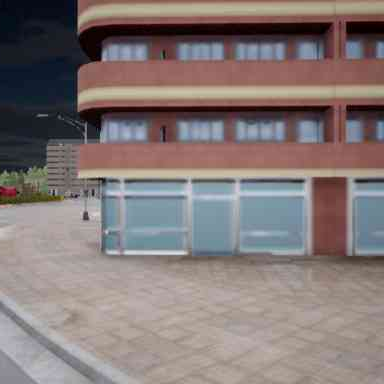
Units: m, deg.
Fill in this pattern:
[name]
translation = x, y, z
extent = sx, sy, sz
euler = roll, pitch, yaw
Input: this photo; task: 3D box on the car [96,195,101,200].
[car]
translation = -24.661, 1.545, 90.948
extent = 1.994, 1.385, 4.181
euler = 0, 0, 1
